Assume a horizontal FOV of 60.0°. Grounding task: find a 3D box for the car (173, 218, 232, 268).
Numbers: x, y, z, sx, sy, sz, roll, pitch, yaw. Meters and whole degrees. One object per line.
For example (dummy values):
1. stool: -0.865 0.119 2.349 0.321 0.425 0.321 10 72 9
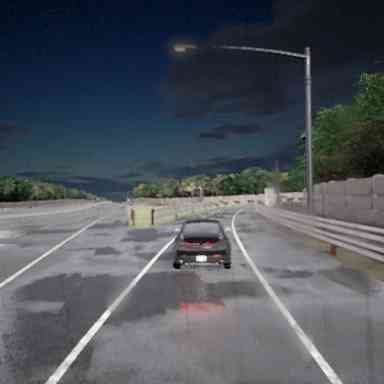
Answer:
1. car: 0.391 1.728 12.144 1.837 1.490 4.892 -1 -1 3
